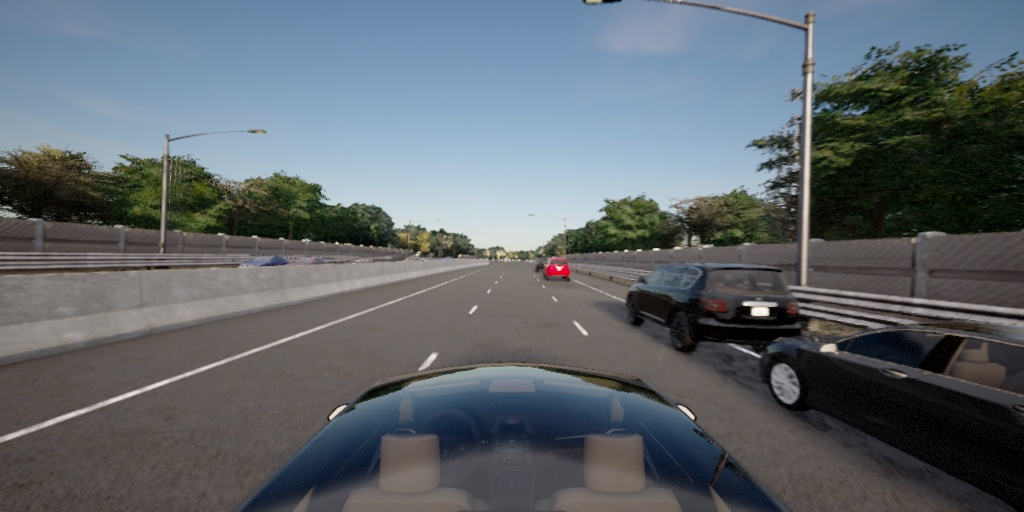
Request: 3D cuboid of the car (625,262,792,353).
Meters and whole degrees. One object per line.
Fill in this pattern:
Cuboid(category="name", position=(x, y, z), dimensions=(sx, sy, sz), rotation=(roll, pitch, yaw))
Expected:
Cuboid(category="car", position=(4.822, 1.179, 9.596), dimensions=(2.150, 2.045, 5.566), rotation=(2, 0, 1))

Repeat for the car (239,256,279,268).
Cuboid(category="car", position=(-20.480, 0.692, 30.140), dimensions=(1.812, 1.442, 4.674), rotation=(2, 0, 1))

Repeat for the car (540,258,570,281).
Cuboid(category="car", position=(4.198, 1.216, 34.023), dimensions=(2.150, 2.045, 5.566), rotation=(2, 0, 1))

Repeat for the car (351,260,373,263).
Cuboid(category="car", position=(-13.458, 1.003, 31.525), dimensions=(1.895, 1.301, 4.718), rotation=(2, 0, 1))

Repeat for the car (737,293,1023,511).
Cuboid(category="car", position=(4.717, 1.424, 3.566), dimensions=(1.837, 1.490, 4.892), rotation=(2, 0, 1))

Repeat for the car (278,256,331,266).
Cuboid(category="car", position=(-16.983, 0.809, 30.085), dimensions=(1.812, 1.442, 4.674), rotation=(2, 0, 1))

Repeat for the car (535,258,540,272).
Cuboid(category="car", position=(4.471, 1.262, 50.544), dimensions=(2.150, 2.045, 5.566), rotation=(2, 0, 1))
